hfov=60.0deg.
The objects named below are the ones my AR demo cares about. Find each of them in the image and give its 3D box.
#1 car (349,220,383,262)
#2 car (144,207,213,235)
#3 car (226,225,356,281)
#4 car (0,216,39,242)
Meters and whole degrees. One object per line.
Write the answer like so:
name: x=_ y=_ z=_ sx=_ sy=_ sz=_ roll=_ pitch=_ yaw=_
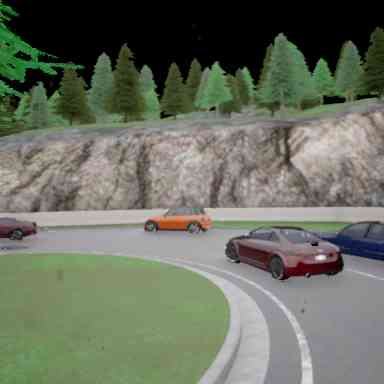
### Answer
car: x=6.488 y=1.688 z=11.490 sx=2.033 sy=1.411 sz=5.357 roll=0 pitch=-1 yaw=-22
car: x=-0.984 y=1.841 z=22.405 sx=4.553 sy=1.767 sz=2.097 roll=-1 pitch=-1 yaw=22
car: x=2.698 y=1.749 z=10.626 sx=1.994 sy=1.385 sz=4.181 roll=0 pitch=-1 yaw=-20
car: x=-11.320 y=2.112 z=18.983 sx=4.674 sy=1.442 sz=1.812 roll=-1 pitch=-2 yaw=-19
